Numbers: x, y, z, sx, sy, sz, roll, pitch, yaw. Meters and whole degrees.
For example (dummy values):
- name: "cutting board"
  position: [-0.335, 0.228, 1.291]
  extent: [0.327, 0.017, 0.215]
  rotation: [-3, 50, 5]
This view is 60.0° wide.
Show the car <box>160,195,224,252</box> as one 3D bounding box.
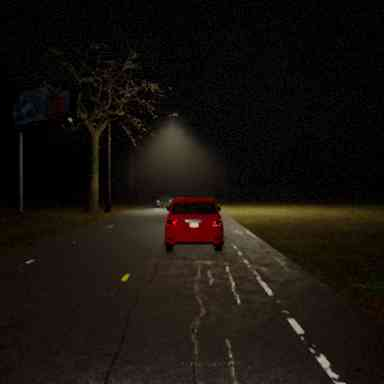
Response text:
- name: "car"
  position: [0.084, 1.222, 14.040]
  extent: [2.150, 2.045, 5.566]
  rotation: [0, 0, 0]

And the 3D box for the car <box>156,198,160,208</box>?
- name: "car"
  position: [-3.595, 1.240, 44.555]
  extent: [2.097, 1.767, 4.553]
  rotation: [0, 0, 0]

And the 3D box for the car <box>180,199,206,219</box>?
- name: "car"
  position: [0.082, 1.435, 30.024]
  extent: [2.128, 1.511, 4.902]
  rotation: [0, 0, 0]
